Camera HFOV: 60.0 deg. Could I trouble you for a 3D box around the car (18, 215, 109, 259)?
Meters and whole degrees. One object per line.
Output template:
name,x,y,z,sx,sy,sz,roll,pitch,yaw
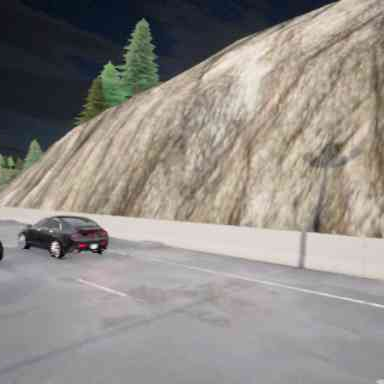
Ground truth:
car,-5.317,1.693,13.503,4.892,1.490,1.837,0,-2,41

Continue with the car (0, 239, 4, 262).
car,-8.034,1.645,11.232,4.181,1.385,1.994,0,-2,41
